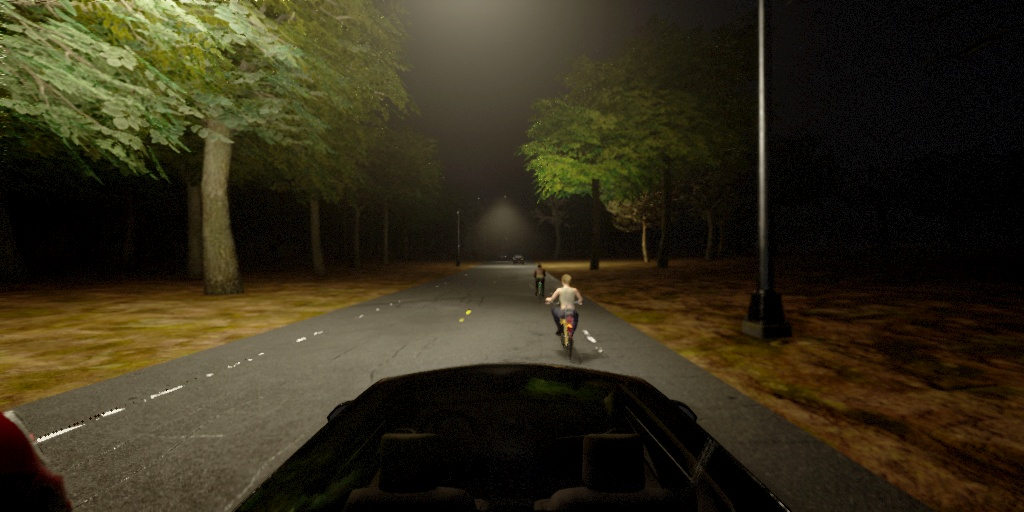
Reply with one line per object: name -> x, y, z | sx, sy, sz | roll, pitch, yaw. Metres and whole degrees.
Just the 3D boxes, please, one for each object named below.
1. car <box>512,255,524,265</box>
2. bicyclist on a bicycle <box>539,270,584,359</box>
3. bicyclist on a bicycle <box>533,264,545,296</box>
car -> 1.135, 0.719, 62.378 | 2.128, 1.511, 4.902 | 0, 1, 1
bicyclist on a bicycle -> 1.113, 1.180, 7.427 | 0.866, 1.612, 1.509 | 0, 0, 1
bicyclist on a bicycle -> 1.222, 1.179, 15.679 | 0.582, 1.620, 1.656 | 0, 0, 1
